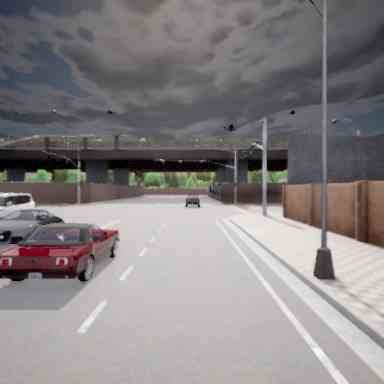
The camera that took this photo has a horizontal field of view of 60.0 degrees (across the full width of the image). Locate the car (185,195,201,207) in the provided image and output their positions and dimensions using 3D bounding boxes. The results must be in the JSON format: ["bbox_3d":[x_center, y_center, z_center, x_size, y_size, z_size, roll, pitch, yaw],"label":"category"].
[{"bbox_3d":[0.090,1.125,43.966,1.837,1.490,4.892,0,1,0],"label":"car"}]

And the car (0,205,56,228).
[{"bbox_3d":[-7.005,1.452,14.142,1.994,1.385,4.181,0,0,0],"label":"car"}]

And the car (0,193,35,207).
[{"bbox_3d":[-10.503,1.075,17.993,2.150,2.045,5.566,0,0,0],"label":"car"}]

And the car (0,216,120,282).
[{"bbox_3d":[-3.403,1.526,9.450,1.895,1.301,4.718,0,0,0],"label":"car"}]
